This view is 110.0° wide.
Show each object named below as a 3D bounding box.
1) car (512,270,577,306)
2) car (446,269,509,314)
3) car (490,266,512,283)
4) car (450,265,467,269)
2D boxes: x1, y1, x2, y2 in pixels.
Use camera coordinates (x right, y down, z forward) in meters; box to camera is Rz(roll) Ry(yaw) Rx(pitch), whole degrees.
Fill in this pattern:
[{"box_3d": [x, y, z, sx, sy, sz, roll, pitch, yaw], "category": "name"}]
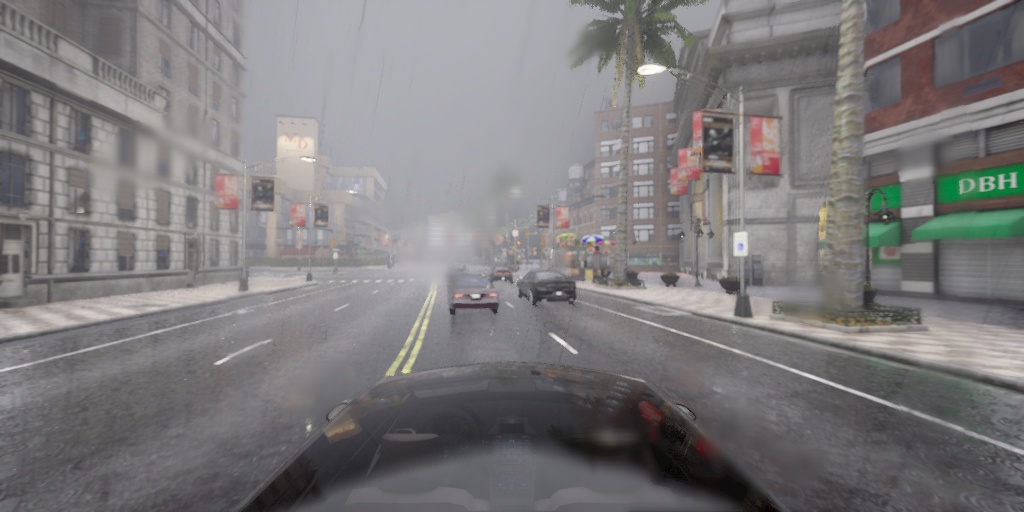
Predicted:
[{"box_3d": [1.478, 1.383, 16.988, 1.882, 1.535, 5.008, 0, 0, -10], "category": "car"}, {"box_3d": [-1.662, 1.430, 14.637, 2.033, 1.411, 5.357, 0, -1, -10], "category": "car"}, {"box_3d": [-1.107, 1.556, 31.000, 1.837, 1.490, 4.892, 0, 0, -10], "category": "car"}, {"box_3d": [-4.549, 1.535, 30.364, 2.128, 1.511, 4.902, 0, 0, -10], "category": "car"}]
